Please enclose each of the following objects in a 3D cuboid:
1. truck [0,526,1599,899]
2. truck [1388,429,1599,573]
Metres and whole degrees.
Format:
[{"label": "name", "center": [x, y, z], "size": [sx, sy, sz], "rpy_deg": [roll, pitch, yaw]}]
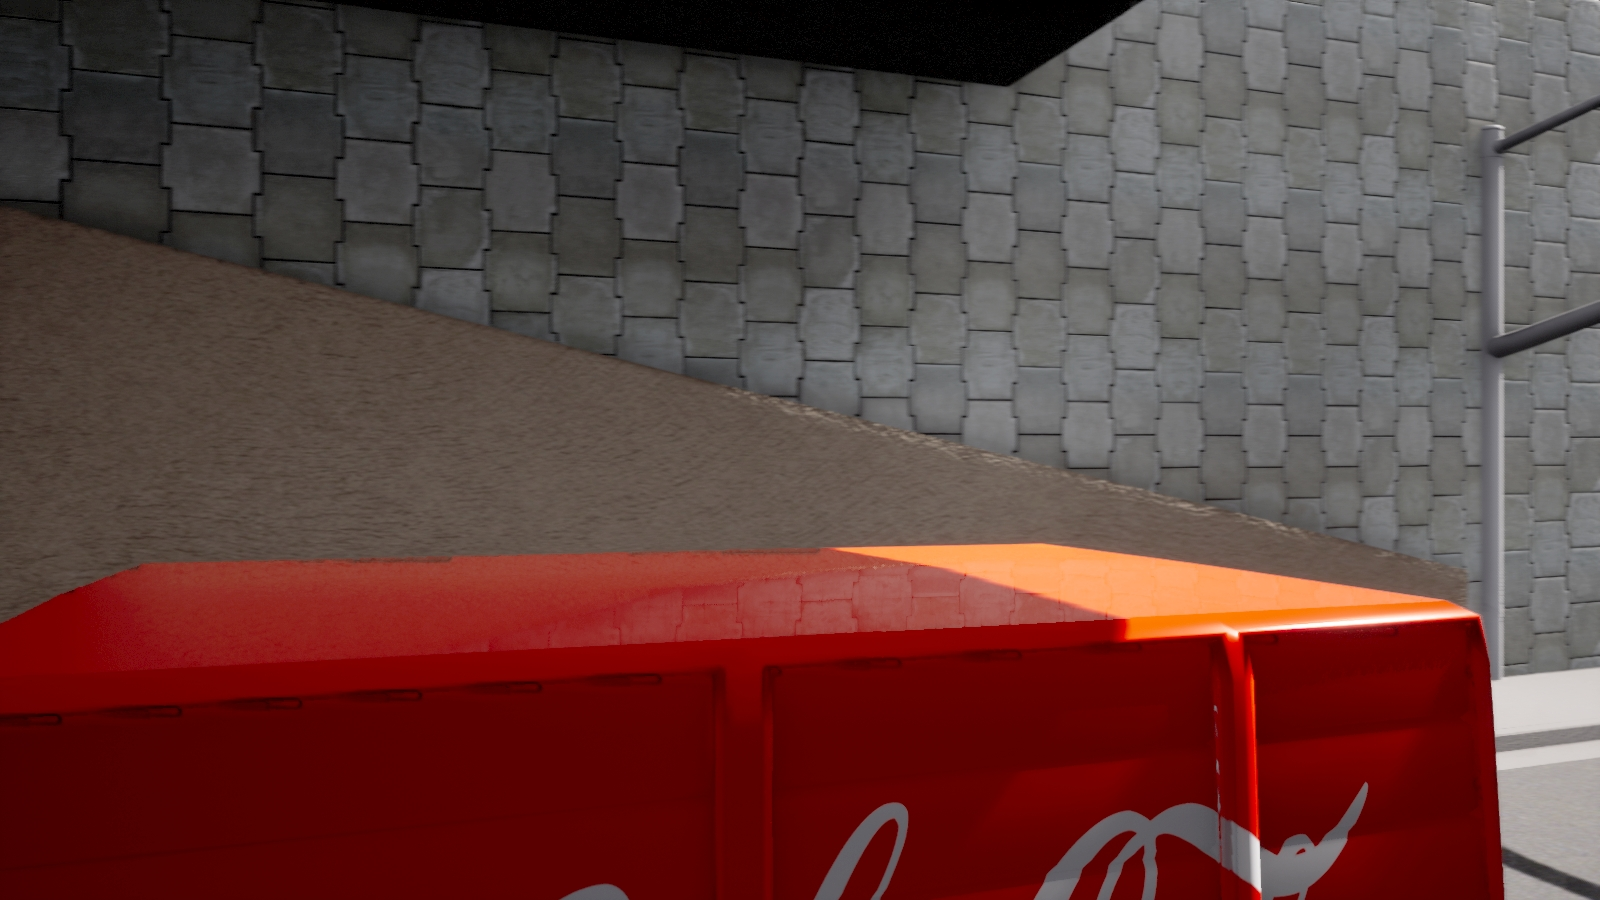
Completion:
[{"label": "truck", "center": [-1.066, 1.568, 2.902], "size": [5.204, 2.467, 2.627], "rpy_deg": [0, 0, -20]}, {"label": "truck", "center": [16.723, 1.000, 26.208], "size": [2.627, 2.467, 5.204], "rpy_deg": [0, 6, -19]}]
